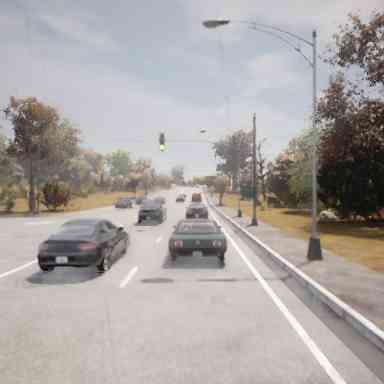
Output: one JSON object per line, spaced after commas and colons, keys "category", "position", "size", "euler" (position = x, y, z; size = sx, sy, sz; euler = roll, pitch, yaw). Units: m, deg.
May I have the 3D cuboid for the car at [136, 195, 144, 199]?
{"category": "car", "position": [-9.630, 1.500, 64.326], "size": [2.097, 1.767, 4.553], "euler": [0, 2, 1]}

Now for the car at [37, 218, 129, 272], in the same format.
{"category": "car", "position": [-3.322, 1.577, 10.853], "size": [1.812, 1.442, 4.674], "euler": [0, 0, 1]}

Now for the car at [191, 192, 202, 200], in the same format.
{"category": "car", "position": [0.999, 1.074, 71.194], "size": [2.150, 2.045, 5.566], "euler": [0, 3, 1]}

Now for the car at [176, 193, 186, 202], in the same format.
{"category": "car", "position": [-2.494, 1.425, 71.682], "size": [1.895, 1.301, 4.718], "euler": [0, 3, 1]}

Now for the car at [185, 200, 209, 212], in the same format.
{"category": "car", "position": [0.418, 1.658, 27.929], "size": [1.812, 1.442, 4.674], "euler": [0, 0, 1]}

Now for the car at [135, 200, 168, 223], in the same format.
{"category": "car", "position": [-3.103, 1.632, 26.458], "size": [1.837, 1.490, 4.892], "euler": [0, 0, 1]}

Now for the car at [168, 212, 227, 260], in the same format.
{"category": "car", "position": [0.203, 1.661, 12.664], "size": [1.895, 1.301, 4.718], "euler": [0, 0, 1]}

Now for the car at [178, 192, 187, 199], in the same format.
{"category": "car", "position": [-2.336, 0.796, 81.686], "size": [1.895, 1.301, 4.718], "euler": [0, 3, 1]}

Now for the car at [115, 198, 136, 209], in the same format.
{"category": "car", "position": [-9.937, 1.733, 48.643], "size": [1.837, 1.490, 4.892], "euler": [0, 0, 1]}

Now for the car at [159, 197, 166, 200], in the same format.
{"category": "car", "position": [-6.136, 1.632, 64.044], "size": [1.882, 1.535, 5.008], "euler": [0, 2, 1]}

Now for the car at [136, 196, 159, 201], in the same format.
{"category": "car", "position": [-6.440, 1.754, 48.451], "size": [1.812, 1.442, 4.674], "euler": [0, 0, 1]}

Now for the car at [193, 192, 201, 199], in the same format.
{"category": "car", "position": [1.164, 0.796, 81.631], "size": [1.895, 1.301, 4.718], "euler": [0, 3, 1]}
